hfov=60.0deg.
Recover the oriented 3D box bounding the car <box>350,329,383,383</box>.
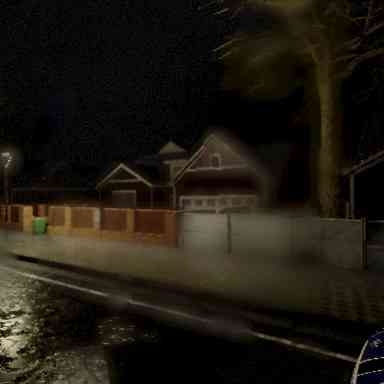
[{"bbox_3d":[3.251,1.340,1.674,4.553,1.767,2.097,0,0,36],"label":"car"}]
